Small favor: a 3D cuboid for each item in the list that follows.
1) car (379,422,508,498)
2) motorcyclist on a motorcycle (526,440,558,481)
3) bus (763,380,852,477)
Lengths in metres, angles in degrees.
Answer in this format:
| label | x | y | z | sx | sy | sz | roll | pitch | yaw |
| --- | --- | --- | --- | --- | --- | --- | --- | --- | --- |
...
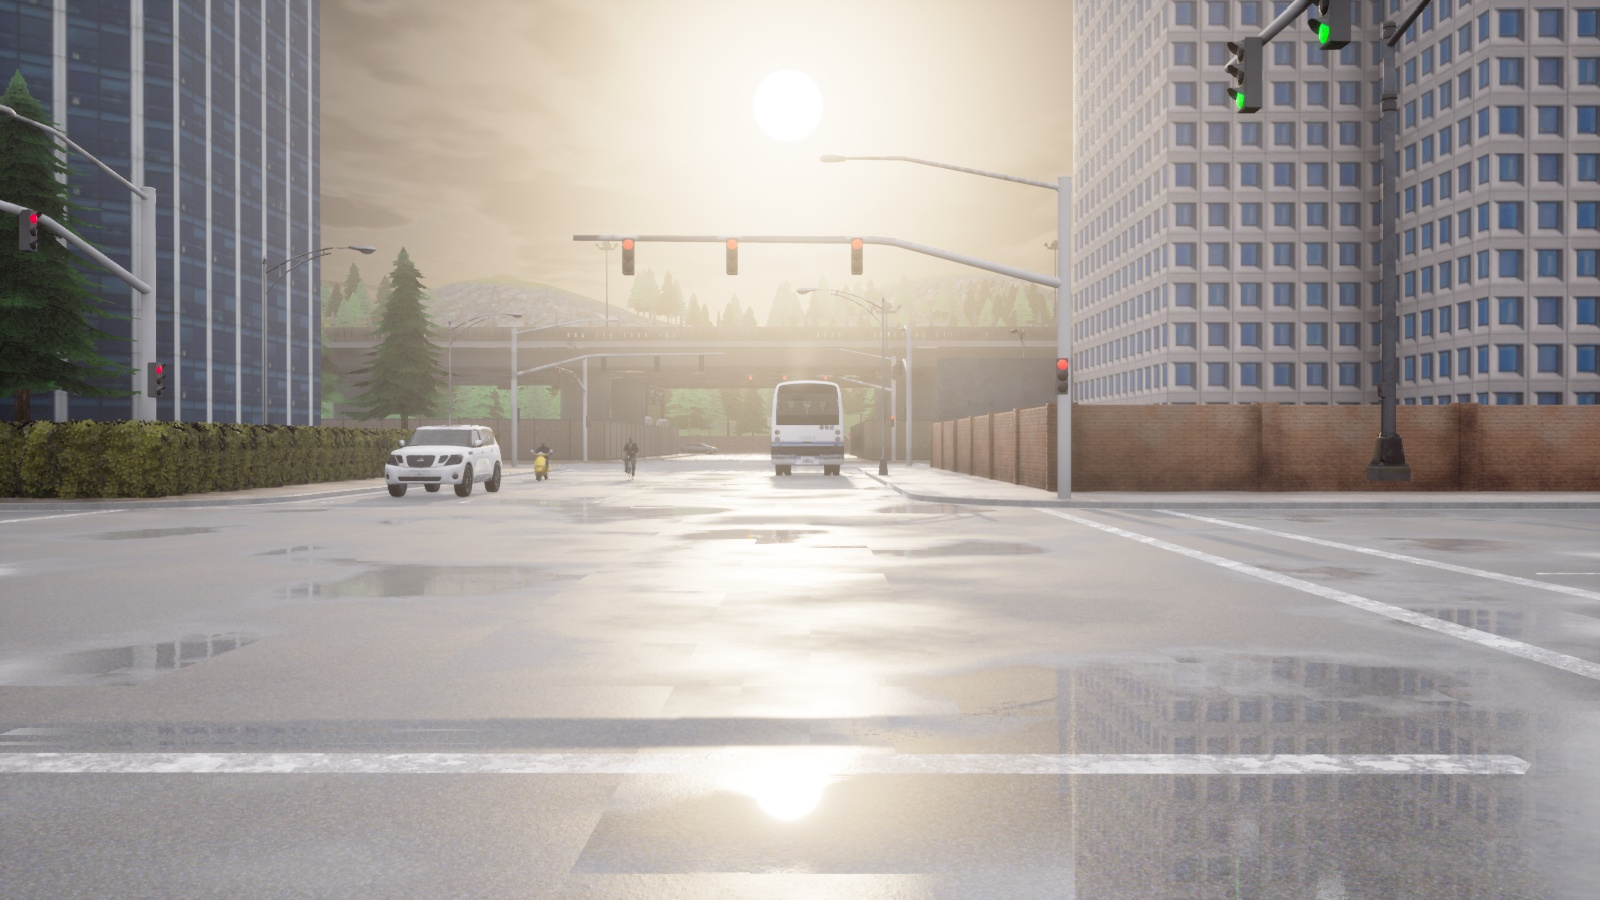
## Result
| label | x | y | z | sx | sy | sz | roll | pitch | yaw |
| --- | --- | --- | --- | --- | --- | --- | --- | --- | --- |
| car | -10.274 | 0.250 | 36.693 | 2.150 | 2.045 | 5.566 | 0 | 0 | 0 |
| motorcyclist on a motorcycle | -10.197 | 0.411 | 49.662 | 0.866 | 1.590 | 1.817 | 0 | 0 | 0 |
| bus | 0.368 | -0.972 | 60.676 | 3.944 | 4.253 | 10.273 | 0 | 0 | 0 |
